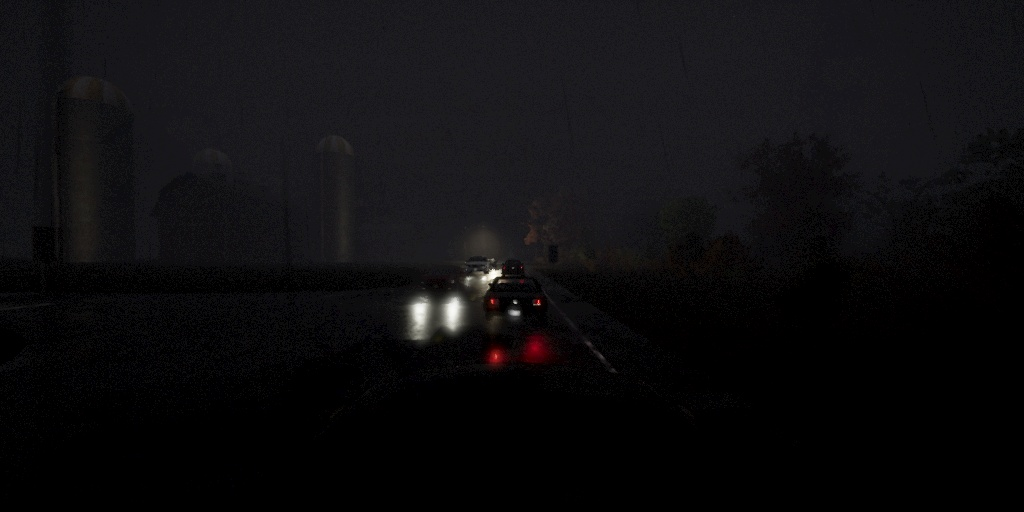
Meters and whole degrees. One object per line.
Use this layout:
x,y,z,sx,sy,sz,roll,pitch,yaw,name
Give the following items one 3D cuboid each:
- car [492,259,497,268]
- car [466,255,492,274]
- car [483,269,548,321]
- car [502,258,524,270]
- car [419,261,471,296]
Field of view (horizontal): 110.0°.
-3.525,1.222,60.312,2.128,1.511,4.902,0,0,0,car
-3.601,0.959,38.110,2.150,2.045,5.566,0,0,0,car
0.107,1.335,12.474,1.895,1.301,4.718,1,0,0,car
0.093,1.092,34.385,2.097,1.767,4.553,0,0,0,car
-3.600,1.201,19.392,1.882,1.535,5.008,0,-1,0,car
